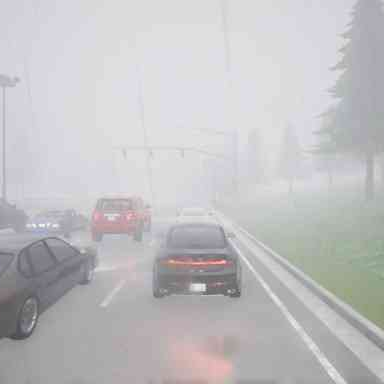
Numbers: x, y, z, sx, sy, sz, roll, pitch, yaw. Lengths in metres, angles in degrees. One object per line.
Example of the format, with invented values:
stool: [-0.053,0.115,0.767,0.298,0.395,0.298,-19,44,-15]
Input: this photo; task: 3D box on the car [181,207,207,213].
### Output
car: [0.111,1.526,17.598,1.812,1.442,4.674,0,0,0]

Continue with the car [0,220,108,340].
car: [-3.398,1.547,6.467,2.033,1.411,5.357,0,0,0]

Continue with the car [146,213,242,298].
car: [0.106,1.505,8.521,1.837,1.490,4.892,0,0,0]

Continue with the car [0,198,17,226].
car: [-10.390,1.221,16.558,2.150,2.045,5.566,0,0,0]

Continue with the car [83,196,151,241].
car: [-3.388,1.221,16.715,2.150,2.045,5.566,0,0,0]

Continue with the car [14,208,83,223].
car: [-6.856,1.547,17.448,2.033,1.411,5.357,0,0,-2]
